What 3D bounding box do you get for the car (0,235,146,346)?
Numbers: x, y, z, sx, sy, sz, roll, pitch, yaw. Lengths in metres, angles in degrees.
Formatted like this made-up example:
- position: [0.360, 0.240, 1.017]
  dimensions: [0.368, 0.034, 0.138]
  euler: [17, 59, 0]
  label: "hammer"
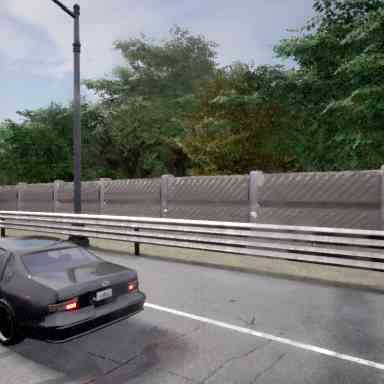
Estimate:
- position: [-3.321, 1.569, 6.376]
  dimensions: [5.357, 1.411, 2.033]
  euler: [0, 0, 36]
  label: "car"
